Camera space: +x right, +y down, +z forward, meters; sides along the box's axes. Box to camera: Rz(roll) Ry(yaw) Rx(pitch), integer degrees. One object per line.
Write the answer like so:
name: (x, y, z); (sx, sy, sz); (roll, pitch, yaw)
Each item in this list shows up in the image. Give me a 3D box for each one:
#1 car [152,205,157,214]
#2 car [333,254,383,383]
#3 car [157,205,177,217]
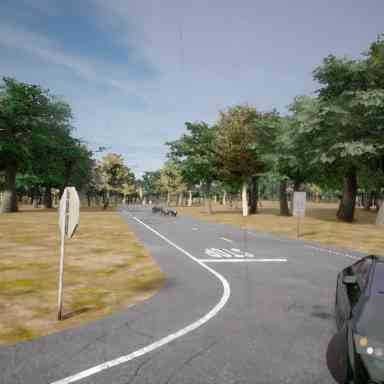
car: (-5.720, 2.961, 56.893); (1.882, 1.535, 5.008); (3, -2, -14)
car: (3.120, 1.643, 4.642); (1.994, 1.385, 4.181); (1, -1, 22)
car: (-3.465, 2.850, 48.046); (1.895, 1.301, 4.718); (3, -2, -13)
